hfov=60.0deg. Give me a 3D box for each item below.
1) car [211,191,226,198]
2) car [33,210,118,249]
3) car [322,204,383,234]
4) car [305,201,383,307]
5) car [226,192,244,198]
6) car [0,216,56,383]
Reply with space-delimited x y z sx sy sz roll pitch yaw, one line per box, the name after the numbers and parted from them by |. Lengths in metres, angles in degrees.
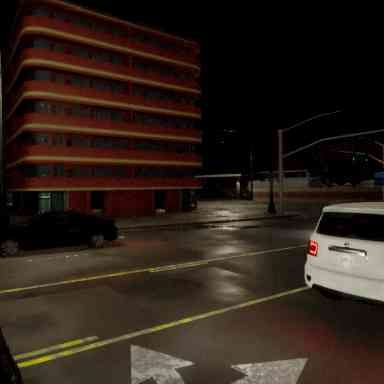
7.417 0.671 89.324 4.611 1.667 2.242 -1 1 -35 | car
-5.428 1.477 13.004 5.008 1.535 1.882 0 0 -35 | car
10.221 1.492 19.720 5.357 1.411 2.033 0 0 -35 | car
4.775 1.218 7.134 5.566 2.045 2.150 0 0 -35 | car
11.384 0.818 85.098 3.806 1.475 1.970 -1 1 -35 | car
-3.667 1.222 1.136 5.566 2.045 2.150 0 0 -35 | car
